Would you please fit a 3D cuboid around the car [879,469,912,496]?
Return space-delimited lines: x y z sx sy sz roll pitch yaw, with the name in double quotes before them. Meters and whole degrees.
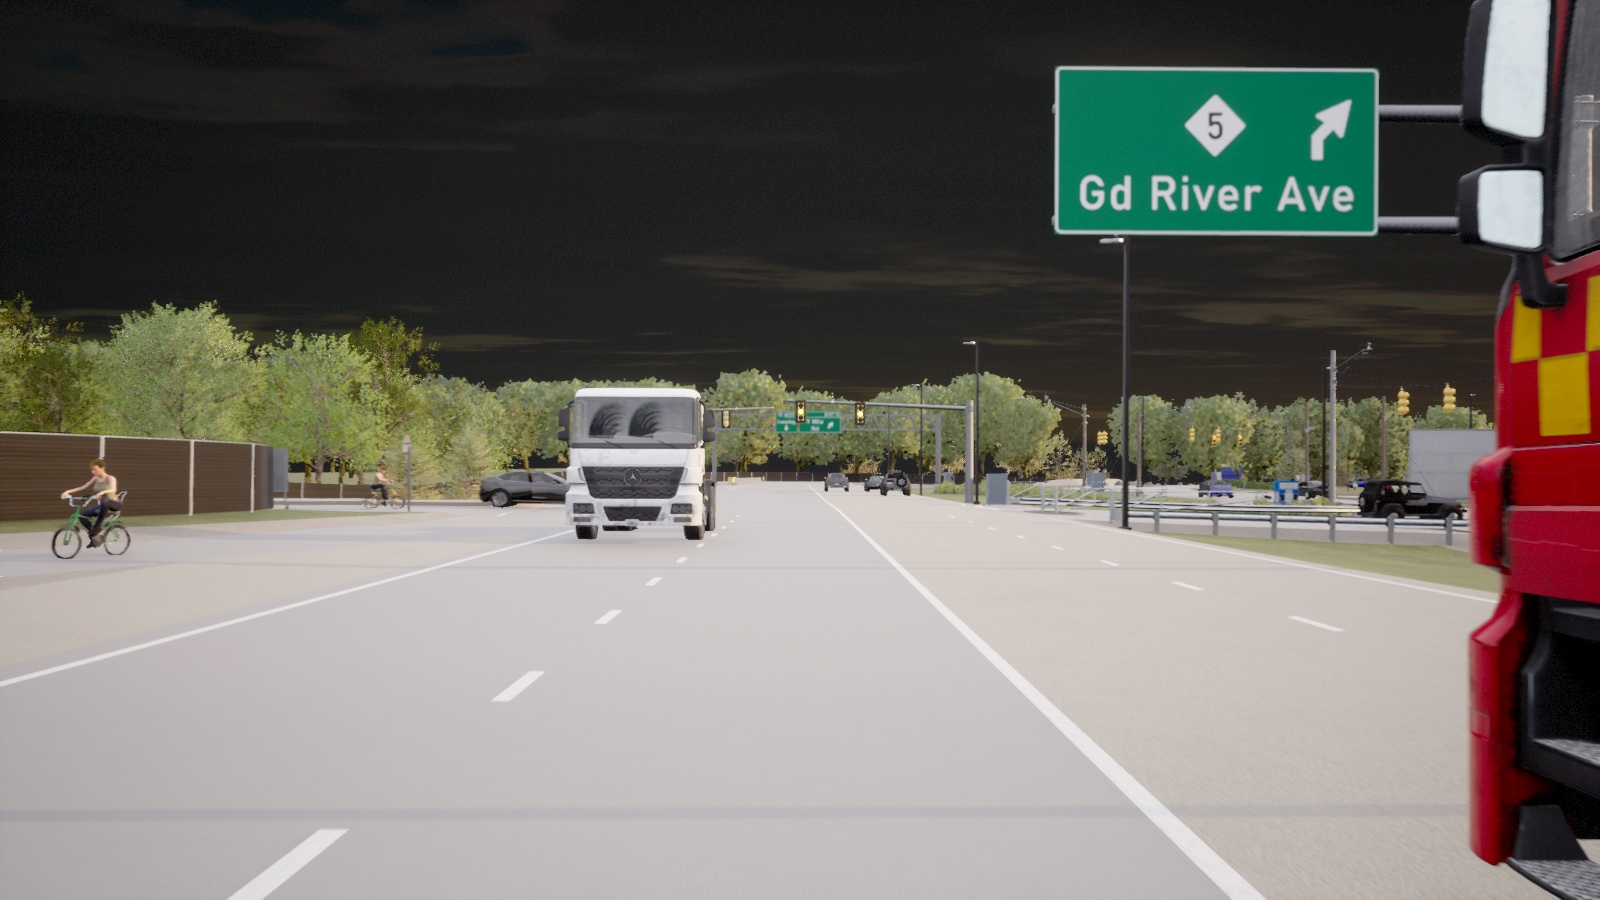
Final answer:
"car" 6.791 2.280 89.670 1.932 1.855 4.605 0 -1 0

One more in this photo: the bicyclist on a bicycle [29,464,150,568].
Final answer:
"bicyclist on a bicycle" -11.560 1.046 20.474 0.866 1.612 1.509 0 -1 19

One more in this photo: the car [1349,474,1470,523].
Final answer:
"car" 24.160 1.903 49.861 3.866 1.878 1.905 0 -1 0

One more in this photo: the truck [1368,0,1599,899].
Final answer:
"truck" 3.495 -0.361 0.247 2.891 3.827 8.468 0 -1 0

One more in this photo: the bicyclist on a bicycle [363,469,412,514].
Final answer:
"bicyclist on a bicycle" -15.163 1.522 46.198 1.509 1.612 0.866 0 0 0

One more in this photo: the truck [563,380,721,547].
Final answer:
"truck" -3.550 0.342 30.192 2.891 3.462 7.936 0 -1 -1

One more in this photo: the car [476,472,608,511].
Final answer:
"car" -10.166 1.638 49.738 4.792 1.488 2.163 0 -1 0
